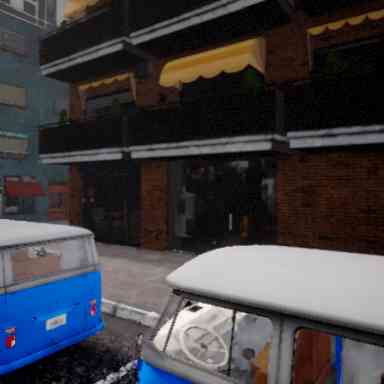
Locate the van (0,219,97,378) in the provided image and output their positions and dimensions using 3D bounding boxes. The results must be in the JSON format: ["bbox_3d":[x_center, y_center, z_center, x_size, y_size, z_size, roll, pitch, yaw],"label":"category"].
[{"bbox_3d":[-3.152,1.328,5.078,3.998,1.788,1.690,0,1,35],"label":"van"}]

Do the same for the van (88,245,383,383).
[{"bbox_3d":[1.427,1.333,1.850,3.998,1.788,1.690,0,1,35],"label":"van"}]
